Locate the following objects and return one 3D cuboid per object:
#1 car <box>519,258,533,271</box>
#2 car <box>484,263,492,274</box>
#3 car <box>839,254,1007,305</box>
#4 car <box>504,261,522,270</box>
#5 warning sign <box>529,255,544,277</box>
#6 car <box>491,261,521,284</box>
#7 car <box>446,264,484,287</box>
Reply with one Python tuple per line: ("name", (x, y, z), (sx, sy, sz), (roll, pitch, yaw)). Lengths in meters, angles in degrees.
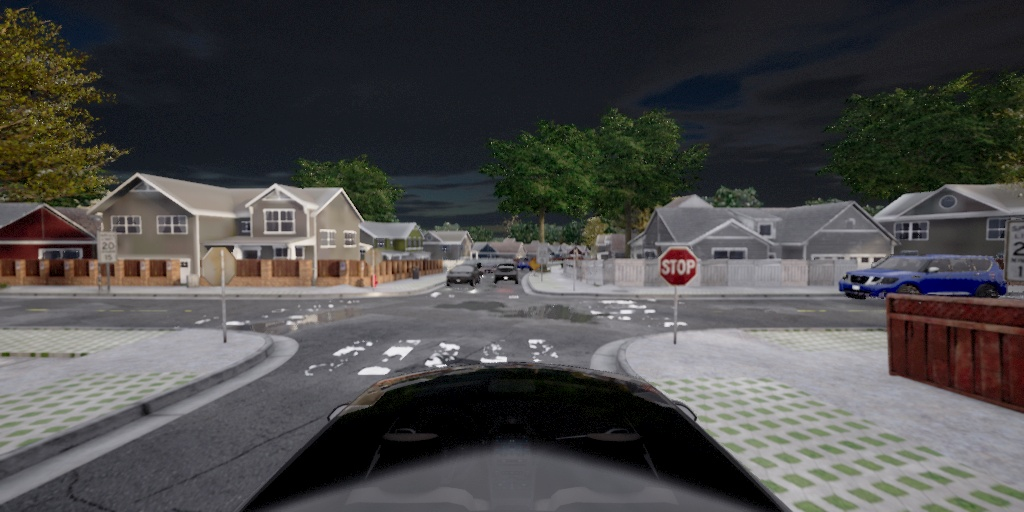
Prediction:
("car", (2.285, 1.327, 57.055), (2.150, 2.045, 5.566), (0, 0, 10))
("car", (-2.566, 1.550, 42.004), (1.994, 1.385, 4.181), (0, 0, 5))
("car", (17.122, 0.965, 15.062), (5.566, 2.045, 2.150), (0, 2, -2))
("car", (0.178, 1.606, 61.502), (2.128, 1.511, 4.902), (0, 0, 11))
("warning sign", (2.177, 1.066, 34.682), (1.300, 1.860, 1.060), (0, 0, 3))
("car", (-0.388, 1.410, 29.305), (1.837, 1.490, 4.892), (0, 0, 2))
("car", (-3.406, 1.358, 25.794), (1.882, 1.535, 5.008), (0, 0, 2))
